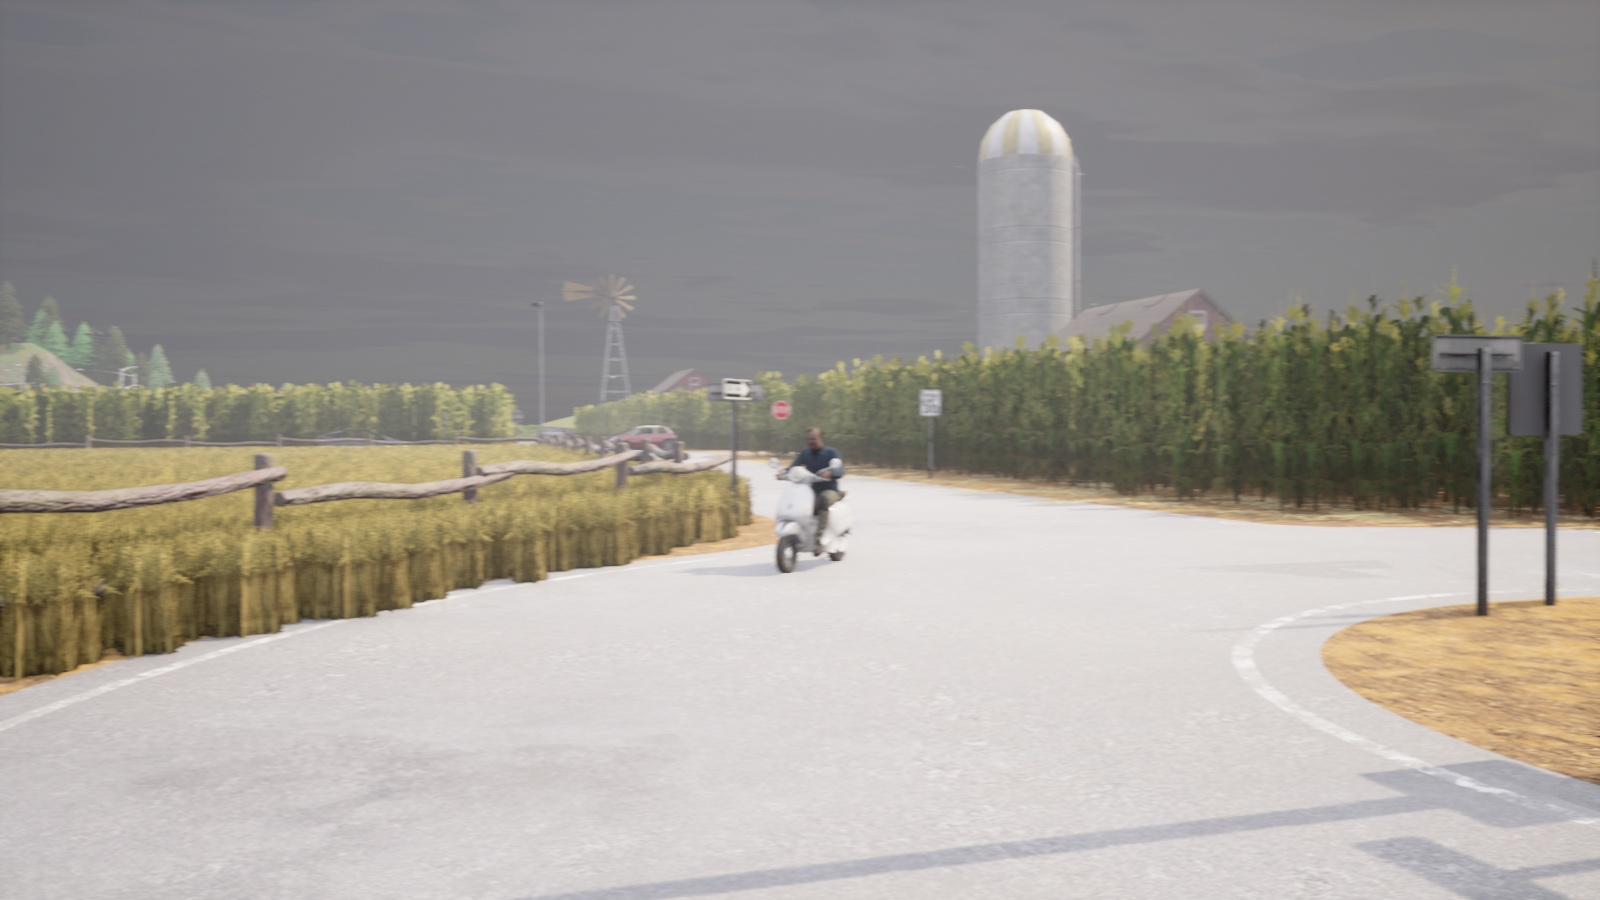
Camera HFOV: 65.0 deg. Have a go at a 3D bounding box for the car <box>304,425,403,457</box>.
[{"bbox_3d":[-22.024,-0.446,62.090,4.514,1.525,2.007,-1,1,-16],"label":"car"}]

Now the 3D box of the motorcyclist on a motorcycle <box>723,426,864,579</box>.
[{"bbox_3d":[-0.037,0.535,14.093,0.866,1.590,1.817,1,1,26],"label":"motorcyclist on a motorcycle"}]

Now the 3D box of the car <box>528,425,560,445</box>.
[{"bbox_3d":[-18.976,-1.124,92.983,1.994,1.385,4.181,0,1,-16],"label":"car"}]

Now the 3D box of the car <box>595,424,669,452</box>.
[{"bbox_3d":[-9.243,-0.671,69.043,3.806,1.475,1.970,-1,2,-16],"label":"car"}]
